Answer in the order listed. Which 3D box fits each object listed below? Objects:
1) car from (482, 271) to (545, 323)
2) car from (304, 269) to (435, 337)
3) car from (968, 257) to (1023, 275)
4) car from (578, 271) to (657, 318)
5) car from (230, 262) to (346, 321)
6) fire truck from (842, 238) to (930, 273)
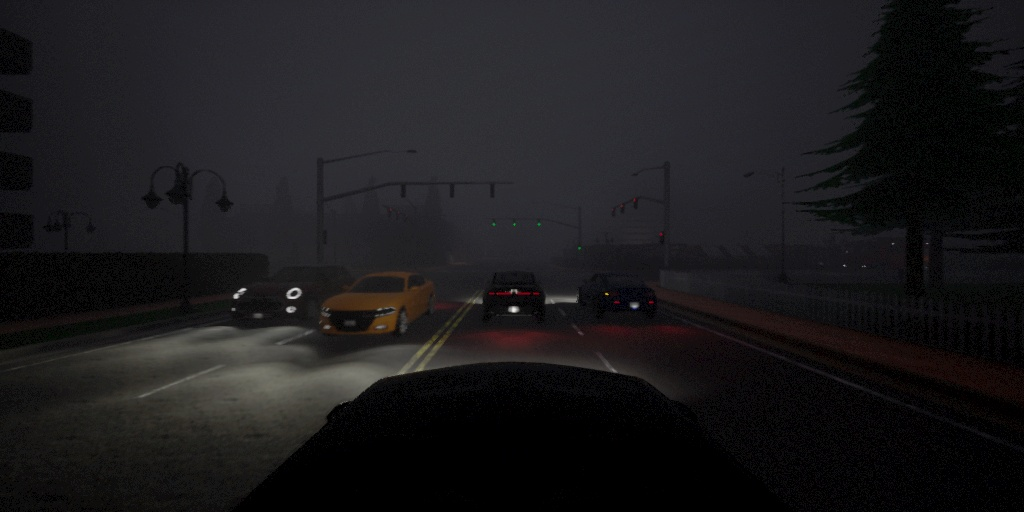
[{"bbox_3d":[0.067,1.219,12.063,1.837,1.490,4.892,0,-1,0],"label":"car"},{"bbox_3d":[-3.577,1.200,10.422,1.882,1.535,5.008,0,0,0],"label":"car"},{"bbox_3d":[48.762,1.149,35.887,4.892,1.490,1.837,1,0,-1],"label":"car"},{"bbox_3d":[3.570,1.241,12.701,1.812,1.442,4.674,0,0,0],"label":"car"},{"bbox_3d":[-7.066,1.067,12.236,2.097,1.767,4.553,0,0,0],"label":"car"},{"bbox_3d":[41.379,-0.035,39.186,8.468,3.827,2.891,0,0,-1],"label":"fire truck"}]
